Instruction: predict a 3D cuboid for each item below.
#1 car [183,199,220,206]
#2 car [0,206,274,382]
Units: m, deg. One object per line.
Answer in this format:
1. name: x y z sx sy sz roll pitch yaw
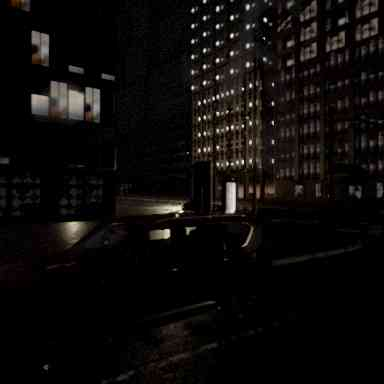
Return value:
1. car: 0.910 1.270 31.075 1.994 1.385 4.181 0 1 -37
2. car: -0.772 1.315 5.633 5.009 1.841 2.192 0 0 -36
